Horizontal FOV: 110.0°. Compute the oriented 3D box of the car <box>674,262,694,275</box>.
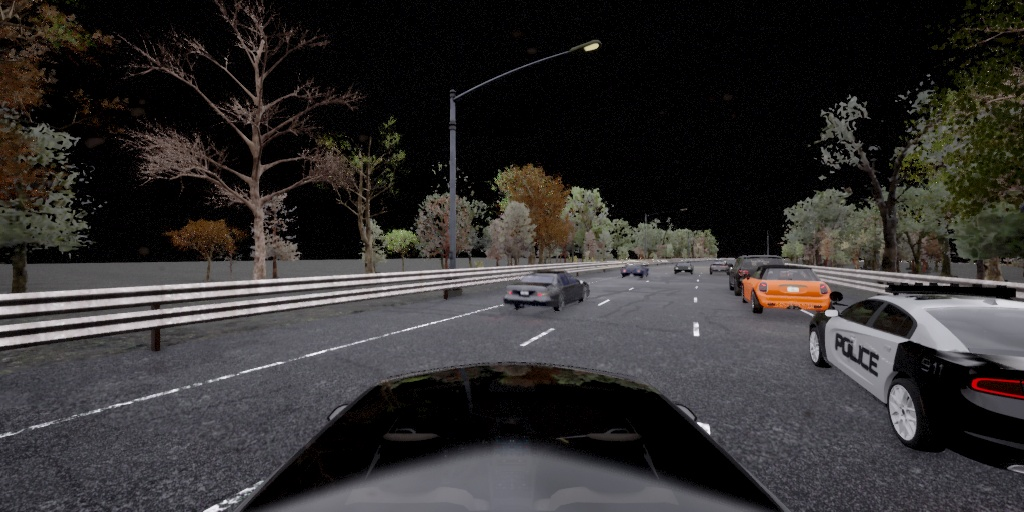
[{"bbox_3d":[19.429,1.370,40.376,1.895,1.301,4.718,0,0,29],"label":"car"}]

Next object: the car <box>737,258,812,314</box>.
[{"bbox_3d":[10.025,1.102,13.443,2.097,1.767,4.553,0,0,27],"label":"car"}]

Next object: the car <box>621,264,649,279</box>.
[{"bbox_3d":[11.479,1.361,33.197,1.895,1.301,4.718,0,0,28],"label":"car"}]

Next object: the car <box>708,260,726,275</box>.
[{"bbox_3d":[22.695,1.261,39.213,2.128,1.511,4.902,0,0,30],"label":"car"}]

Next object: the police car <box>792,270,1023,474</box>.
[{"bbox_3d":[5.640,1.175,4.751,1.930,1.638,5.238,0,0,26],"label":"police car"}]

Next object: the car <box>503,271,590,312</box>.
[{"bbox_3d":[1.569,1.298,14.339,2.033,1.411,5.357,0,0,27],"label":"car"}]

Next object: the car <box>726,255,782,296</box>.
[{"bbox_3d":[12.774,0.978,18.758,2.150,2.045,5.566,0,0,28],"label":"car"}]
